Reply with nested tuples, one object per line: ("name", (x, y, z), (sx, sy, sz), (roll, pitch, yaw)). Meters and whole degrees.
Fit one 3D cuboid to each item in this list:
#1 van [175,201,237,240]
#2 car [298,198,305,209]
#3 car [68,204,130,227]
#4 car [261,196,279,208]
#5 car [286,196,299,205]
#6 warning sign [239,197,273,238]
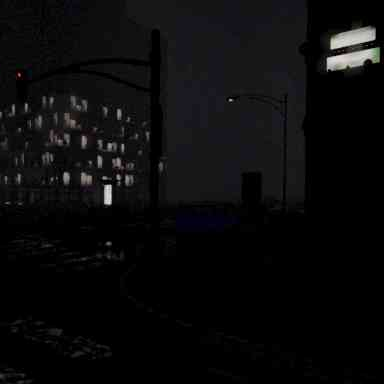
("van", (0.833, 1.368, 17.019), (1.690, 1.788, 3.998), (1, 1, 35))
("car", (15.591, 1.442, 42.344), (1.837, 1.490, 4.892), (1, 1, 36))
("car", (-5.999, 1.467, 21.879), (1.947, 1.339, 4.313), (1, 1, 35))
("car", (10.034, 1.293, 44.420), (1.967, 1.590, 4.097), (1, 1, 35))
("car", (16.348, 1.363, 53.300), (1.752, 1.417, 4.829), (1, 1, 35))
("warning sign", (3.114, 1.177, 16.125), (1.300, 1.860, 1.060), (1, 1, 35))
